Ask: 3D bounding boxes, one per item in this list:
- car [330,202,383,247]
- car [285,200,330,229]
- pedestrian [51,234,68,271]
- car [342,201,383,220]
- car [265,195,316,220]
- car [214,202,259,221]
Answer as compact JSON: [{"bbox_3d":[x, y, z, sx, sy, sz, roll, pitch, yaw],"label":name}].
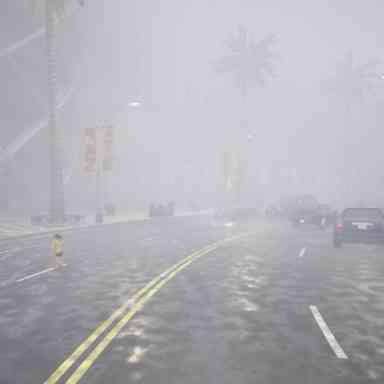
[{"bbox_3d":[7.434,1.352,14.499,2.097,1.767,4.553,0,0,27],"label":"car"},{"bbox_3d":[8.288,1.506,21.974,1.837,1.490,4.892,0,0,42],"label":"car"},{"bbox_3d":[-3.831,1.674,9.546,0.500,1.100,0.500,0,0,13],"label":"pedestrian"},{"bbox_3d":[15.055,1.564,28.566,4.181,1.385,1.994,0,0,-31],"label":"car"},{"bbox_3d":[8.262,1.224,27.199,5.566,2.045,2.150,0,-1,-42],"label":"car"},{"bbox_3d":[3.773,1.526,27.519,1.812,1.442,4.674,0,0,44],"label":"car"}]
